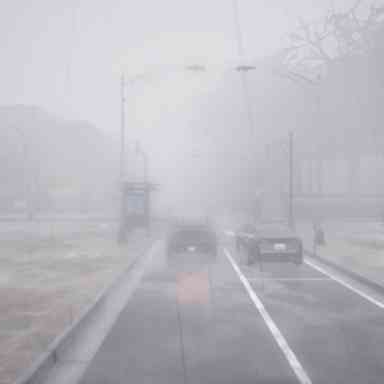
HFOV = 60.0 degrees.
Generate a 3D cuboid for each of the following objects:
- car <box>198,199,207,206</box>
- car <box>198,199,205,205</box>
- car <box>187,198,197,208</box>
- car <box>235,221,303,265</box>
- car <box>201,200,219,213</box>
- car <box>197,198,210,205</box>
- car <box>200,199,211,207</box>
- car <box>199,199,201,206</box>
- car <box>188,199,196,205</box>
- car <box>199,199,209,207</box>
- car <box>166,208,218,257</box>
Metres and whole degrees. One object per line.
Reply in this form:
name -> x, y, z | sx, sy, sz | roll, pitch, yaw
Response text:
car -> 2.621, 2.572, 82.680 | 1.967, 1.590, 4.097 | -1, -1, 0
car -> 2.750, 2.818, 94.372 | 1.882, 1.535, 5.008 | 0, -1, 0
car -> 0.017, 2.200, 65.593 | 2.097, 1.767, 4.553 | 0, -1, 0
car -> 2.628, 1.694, 12.019 | 1.947, 1.339, 4.313 | -1, -1, 0
car -> 2.626, 2.084, 44.531 | 2.008, 1.369, 4.403 | -1, -1, 0
car -> 2.620, 2.090, 60.883 | 2.192, 1.841, 5.009 | -1, -1, 0
car -> 2.625, 2.139, 50.150 | 1.752, 1.417, 4.829 | -1, -1, 0
car -> 2.624, 2.242, 55.431 | 2.008, 1.369, 4.403 | -1, -1, 0
car -> 0.000, 2.450, 79.508 | 2.033, 1.411, 5.357 | 0, -1, 0
car -> 2.621, 2.389, 71.782 | 1.967, 1.590, 4.097 | -1, -1, 0
car -> -0.013, 1.652, 13.504 | 1.837, 1.490, 4.892 | 0, 0, 0
